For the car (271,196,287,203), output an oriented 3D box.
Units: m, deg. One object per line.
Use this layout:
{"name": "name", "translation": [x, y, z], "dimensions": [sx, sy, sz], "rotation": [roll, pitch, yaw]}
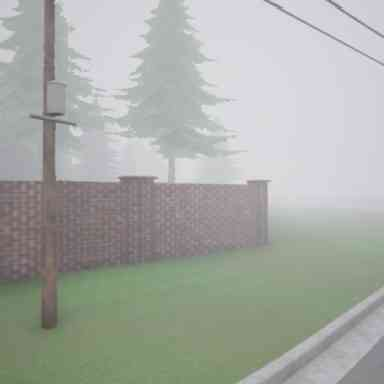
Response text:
{"name": "car", "translation": [17.901, 1.496, 68.787], "dimensions": [1.994, 1.385, 4.181], "rotation": [0, 0, -11]}
